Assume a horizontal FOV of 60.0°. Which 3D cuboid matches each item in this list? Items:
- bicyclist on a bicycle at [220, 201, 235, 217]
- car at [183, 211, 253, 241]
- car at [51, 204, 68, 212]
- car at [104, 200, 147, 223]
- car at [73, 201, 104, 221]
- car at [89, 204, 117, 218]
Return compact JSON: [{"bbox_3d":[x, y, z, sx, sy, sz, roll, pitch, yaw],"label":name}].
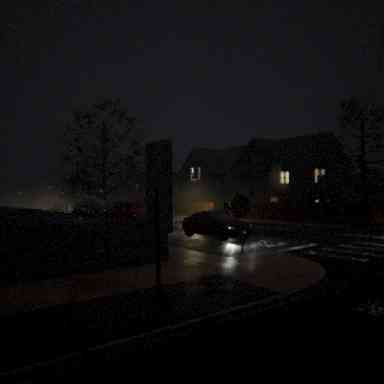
[{"bbox_3d":[2.747,1.546,26.304,1.656,1.620,0.582,-2,0,-36],"label":"bicyclist on a bicycle"},{"bbox_3d":[1.259,1.765,18.337,1.812,1.442,4.674,-2,0,-36],"label":"car"},{"bbox_3d":[-22.581,2.771,56.729,1.812,1.442,4.674,-2,0,-36],"label":"car"},{"bbox_3d":[-4.760,1.706,26.745,2.150,2.045,5.566,-2,0,-35],"label":"car"},{"bbox_3d":[-10.965,1.959,35.429,2.150,2.045,5.566,-2,0,-35],"label":"car"},{"bbox_3d":[-10.860,2.292,40.345,1.812,1.442,4.674,-2,0,-36],"label":"car"}]
